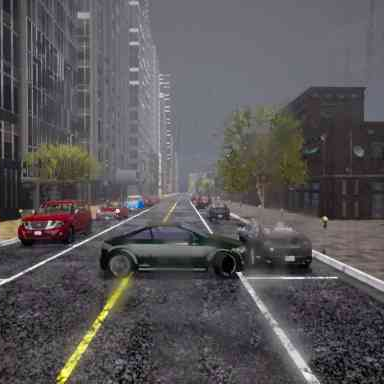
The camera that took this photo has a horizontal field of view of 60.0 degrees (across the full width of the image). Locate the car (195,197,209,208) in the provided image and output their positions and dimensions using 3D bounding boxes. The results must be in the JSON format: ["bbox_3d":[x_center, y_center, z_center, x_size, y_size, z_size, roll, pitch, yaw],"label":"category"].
[{"bbox_3d":[1.455,1.508,49.988,1.752,1.417,4.829,-1,0,-1],"label":"car"}]

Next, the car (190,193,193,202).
[{"bbox_3d":[0.899,1.289,71.949,2.192,1.841,5.009,-1,0,-1],"label":"car"}]

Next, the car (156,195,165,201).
[{"bbox_3d":[-7.750,1.494,82.645,1.752,1.417,4.829,-1,0,-1],"label":"car"}]

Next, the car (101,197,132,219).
[{"bbox_3d":[-6.357,1.431,26.757,1.967,1.590,4.097,-1,0,-1],"label":"car"}]

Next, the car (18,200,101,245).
[{"bbox_3d":[-6.170,1.310,15.689,2.192,1.841,5.009,-1,0,-1],"label":"car"}]

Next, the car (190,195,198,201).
[{"bbox_3d":[0.485,1.549,88.547,1.802,1.307,4.206,-1,0,-1],"label":"car"}]

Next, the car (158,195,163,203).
[{"bbox_3d":[-7.336,1.520,66.216,1.887,1.381,4.507,-1,0,-1],"label":"car"}]

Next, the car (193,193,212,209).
[{"bbox_3d":[1.595,1.300,44.285,2.192,1.841,5.009,-1,0,-1],"label":"car"}]

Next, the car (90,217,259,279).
[{"bbox_3d":[-0.455,1.556,9.491,4.181,1.385,1.994,0,0,-1],"label":"car"}]

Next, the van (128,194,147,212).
[{"bbox_3d":[-6.643,1.328,38.551,1.690,1.788,3.998,-1,0,-1],"label":"van"}]

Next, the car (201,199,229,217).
[{"bbox_3d":[2.047,1.542,26.952,2.008,1.369,4.403,-1,0,-1],"label":"car"}]

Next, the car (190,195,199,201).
[{"bbox_3d":[0.624,1.535,83.014,1.947,1.339,4.313,-1,0,-1],"label":"car"}]

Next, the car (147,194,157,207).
[{"bbox_3d":[-6.922,1.297,49.617,2.192,1.841,5.009,-1,0,-1],"label":"car"}]

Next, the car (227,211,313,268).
[{"bbox_3d":[2.564,1.547,11.092,2.008,1.369,4.403,-1,0,-1],"label":"car"}]
